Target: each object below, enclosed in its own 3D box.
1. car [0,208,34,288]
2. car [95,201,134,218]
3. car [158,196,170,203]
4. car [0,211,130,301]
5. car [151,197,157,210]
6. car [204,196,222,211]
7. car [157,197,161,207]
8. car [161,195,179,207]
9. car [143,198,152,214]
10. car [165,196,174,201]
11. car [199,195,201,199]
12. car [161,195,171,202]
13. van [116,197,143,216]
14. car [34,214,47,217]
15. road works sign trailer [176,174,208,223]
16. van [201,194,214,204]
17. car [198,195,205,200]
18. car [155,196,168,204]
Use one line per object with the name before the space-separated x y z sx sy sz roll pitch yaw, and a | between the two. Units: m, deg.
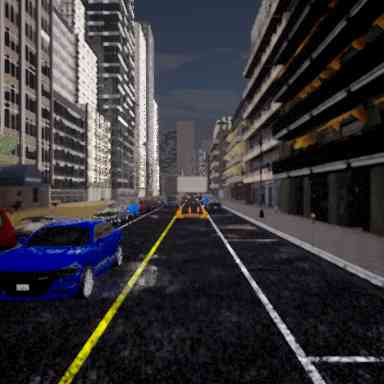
car | -5.692 1.311 7.042 2.192 1.841 5.009 0 0 0
car | -5.689 1.542 23.612 2.008 1.369 4.403 0 0 0
car | -5.685 1.555 67.794 2.008 1.369 4.403 0 0 0
car | -3.099 1.473 8.598 1.882 1.535 5.008 0 0 0
car | -5.688 1.555 40.180 1.947 1.339 4.313 0 0 0
car | 2.693 1.540 40.179 2.008 1.369 4.403 0 0 0
car | -5.687 1.433 51.227 1.967 1.590 4.097 0 0 0
car | -3.067 1.345 49.883 2.097 1.767 4.553 0 0 0
car | -5.688 1.534 34.657 1.887 1.381 4.507 0 0 0
car | -5.683 1.584 84.363 1.947 1.339 4.313 0 0 0
car | 2.696 1.544 62.270 1.887 1.381 4.507 0 0 0
car | -5.685 1.449 73.318 1.967 1.590 4.097 0 0 0
van | -5.689 1.331 29.134 1.690 1.788 3.998 0 0 0
car | -5.691 1.545 12.566 2.008 1.369 4.403 0 0 0
road works sign trailer | 0.004 0.455 25.509 2.380 3.560 2.880 0 0 0
van | 2.694 1.333 51.225 1.690 1.788 3.998 0 0 0
car | 2.699 1.597 95.408 1.947 1.339 4.313 0 0 0
car | -5.685 1.551 62.271 2.008 1.369 4.403 0 0 0
